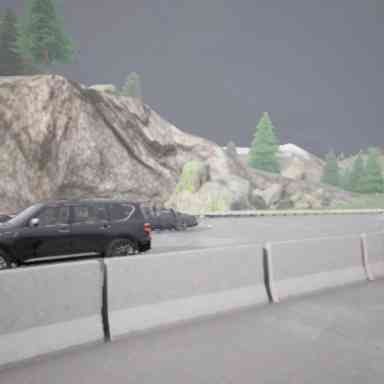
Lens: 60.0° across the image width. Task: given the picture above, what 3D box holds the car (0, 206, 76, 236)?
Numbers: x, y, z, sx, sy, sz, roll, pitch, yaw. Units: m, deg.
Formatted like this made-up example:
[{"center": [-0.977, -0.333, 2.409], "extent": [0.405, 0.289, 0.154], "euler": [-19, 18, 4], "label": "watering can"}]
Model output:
[{"center": [-8.996, 1.576, 18.840], "extent": [4.181, 1.385, 1.994], "euler": [1, 0, -34], "label": "car"}]

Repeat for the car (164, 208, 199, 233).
[{"center": [-2.216, 1.615, 19.077], "extent": [5.357, 1.411, 2.033], "euler": [1, 0, -32], "label": "car"}]

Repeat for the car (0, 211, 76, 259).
[{"center": [-6.890, 1.503, 11.834], "extent": [4.892, 1.490, 1.837], "euler": [1, -1, -34], "label": "car"}]

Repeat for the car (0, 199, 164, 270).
[{"center": [-3.871, 1.233, 9.686], "extent": [5.566, 2.045, 2.150], "euler": [1, 0, -34], "label": "car"}]
